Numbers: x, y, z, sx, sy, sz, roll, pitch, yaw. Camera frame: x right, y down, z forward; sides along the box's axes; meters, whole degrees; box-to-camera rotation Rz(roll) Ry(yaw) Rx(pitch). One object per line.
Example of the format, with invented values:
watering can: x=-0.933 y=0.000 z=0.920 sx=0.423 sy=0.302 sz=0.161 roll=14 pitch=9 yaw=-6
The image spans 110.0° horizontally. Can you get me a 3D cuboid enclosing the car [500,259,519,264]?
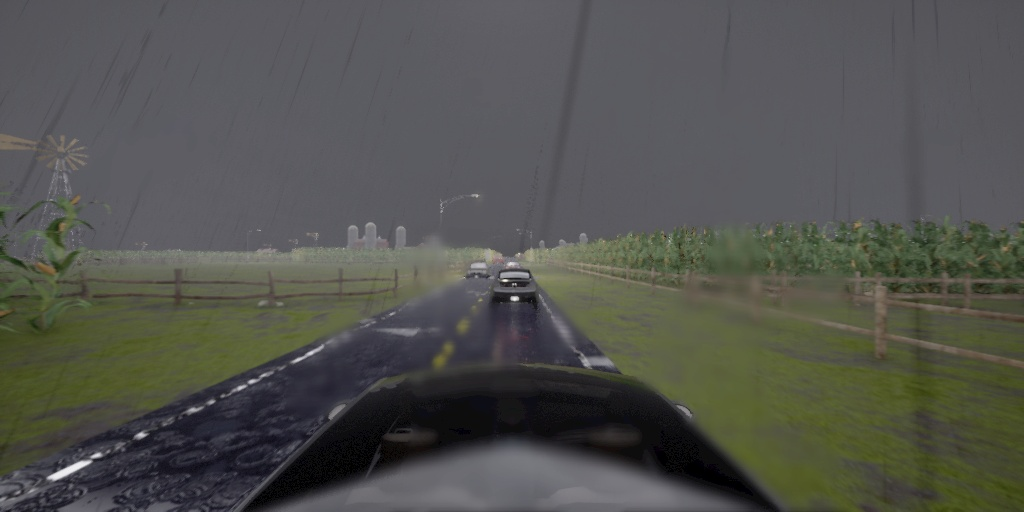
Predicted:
car: x=0.095 y=1.281 z=39.353 sx=2.033 sy=1.411 sz=5.357 roll=0 pitch=0 yaw=0

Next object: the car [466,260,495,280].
car: x=-2.852 y=1.287 z=31.424 sx=2.033 sy=1.411 sz=5.357 roll=0 pitch=0 yaw=0

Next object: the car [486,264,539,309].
car: x=0.098 y=1.253 z=15.038 sx=1.837 sy=1.490 sz=4.892 roll=0 pitch=0 yaw=0
